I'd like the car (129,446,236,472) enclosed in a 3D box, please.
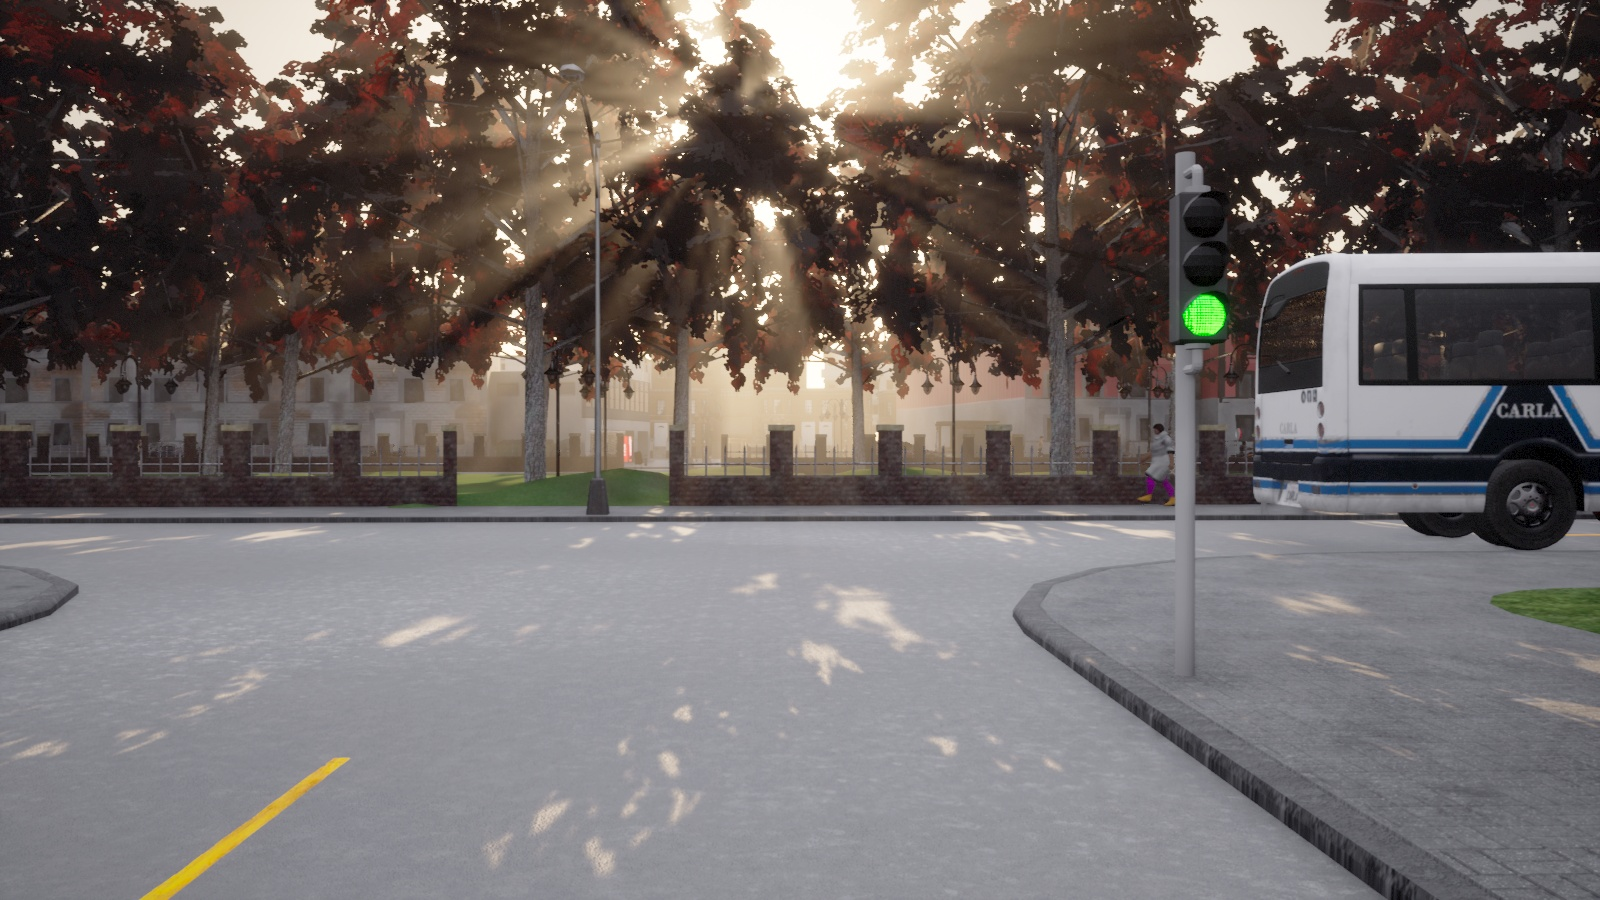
[{"bbox_3d":[-32.484,0.462,66.162,4.718,1.301,1.895,0,0,-2],"label":"car"}]

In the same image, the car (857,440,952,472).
[{"bbox_3d":[5.558,0.314,67.348,4.856,1.649,2.033,0,0,-2],"label":"car"}]

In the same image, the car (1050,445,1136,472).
[{"bbox_3d":[15.756,0.455,67.668,4.181,1.385,1.994,0,0,-1],"label":"car"}]

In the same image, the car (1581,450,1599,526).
[{"bbox_3d":[15.493,0.692,22.374,2.207,1.376,1.481,0,0,-3],"label":"car"}]

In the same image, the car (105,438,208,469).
[{"bbox_3d":[-35.864,0.182,70.055,4.611,1.667,2.242,0,0,-2],"label":"car"}]

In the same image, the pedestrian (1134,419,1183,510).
[{"bbox_3d":[7.828,0.313,27.456,0.873,1.952,0.659,0,0,-1],"label":"pedestrian"}]

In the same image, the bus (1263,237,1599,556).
[{"bbox_3d":[12.722,-0.721,18.612,10.273,4.253,3.944,0,0,2],"label":"bus"}]
